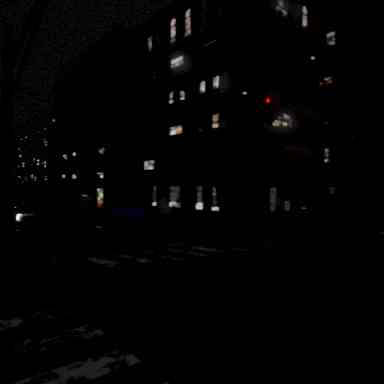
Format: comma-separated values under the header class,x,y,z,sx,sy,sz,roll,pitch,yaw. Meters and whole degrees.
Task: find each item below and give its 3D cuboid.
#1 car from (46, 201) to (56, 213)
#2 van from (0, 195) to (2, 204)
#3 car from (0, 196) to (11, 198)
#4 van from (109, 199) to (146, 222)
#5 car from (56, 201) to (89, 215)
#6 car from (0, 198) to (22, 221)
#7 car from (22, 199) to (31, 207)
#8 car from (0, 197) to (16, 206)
class,x,y,z,sx,sy,sz,roll,pitch,yaw
car,-16.569,1.782,41.024,1.947,1.339,4.313,0,0,-40
van,-42.044,1.639,71.212,1.690,1.788,3.998,0,0,-40
car,-21.173,1.572,37.731,1.837,1.490,4.892,1,-1,-40
van,-5.522,1.528,28.196,1.690,1.788,3.998,0,0,-40
car,-13.040,1.731,36.842,1.752,1.417,4.829,0,0,-40
car,-15.645,1.513,27.038,1.967,1.590,4.097,0,0,-40
car,-27.596,1.776,54.092,1.752,1.417,4.829,0,0,-40
car,-34.764,1.714,62.586,1.967,1.590,4.097,0,0,-40
